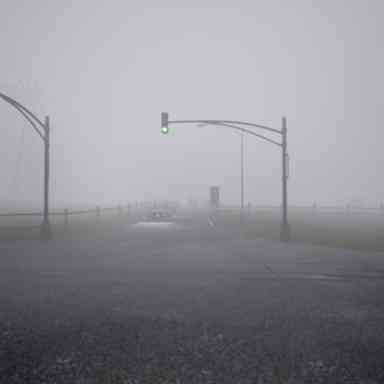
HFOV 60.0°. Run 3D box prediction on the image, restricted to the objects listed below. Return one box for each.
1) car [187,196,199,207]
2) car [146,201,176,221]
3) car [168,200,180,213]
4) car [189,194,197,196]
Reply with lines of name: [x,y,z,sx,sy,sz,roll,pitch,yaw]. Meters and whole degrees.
car: [0.210,1.882,59.225,1.882,1.535,5.008,0,0,0]
car: [-2.758,1.755,28.707,1.994,1.385,4.181,0,0,0]
car: [-2.714,1.738,38.888,1.882,1.535,5.008,0,0,1]
car: [0.254,1.539,69.681,2.150,2.045,5.566,0,0,0]
